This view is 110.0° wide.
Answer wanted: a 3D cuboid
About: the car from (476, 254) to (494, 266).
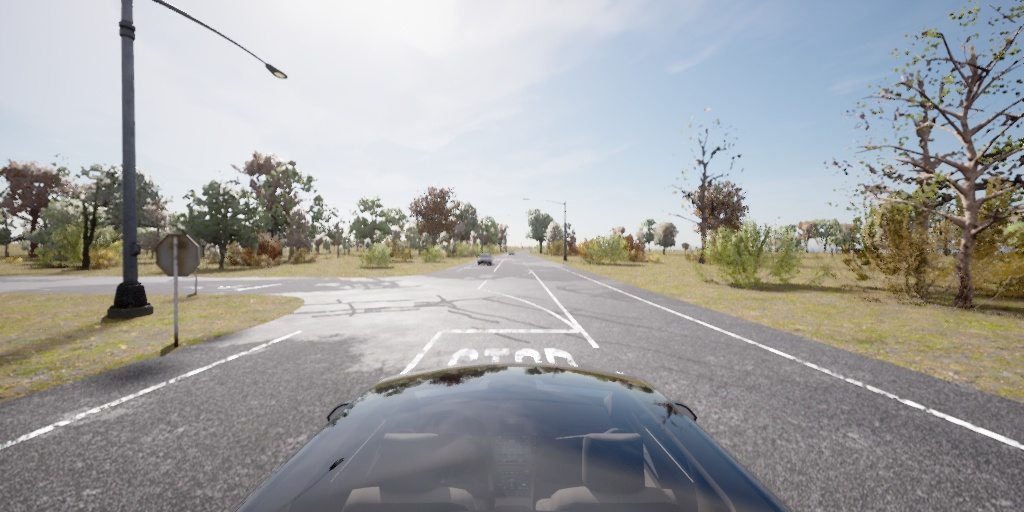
[{"bbox_3d":[-3.416,0.477,46.070,1.837,1.490,4.892,0,1,0],"label":"car"}]
